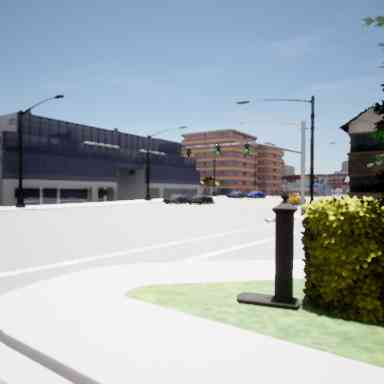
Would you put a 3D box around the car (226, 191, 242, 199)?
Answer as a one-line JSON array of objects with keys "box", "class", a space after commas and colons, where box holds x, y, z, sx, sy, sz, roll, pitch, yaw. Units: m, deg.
[{"box": [8.267, 0.505, 60.841, 2.033, 1.411, 5.357, 1, 2, 35], "class": "car"}]

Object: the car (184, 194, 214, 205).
[{"box": [1.245, 1.013, 44.725, 1.994, 1.385, 4.181, 1, 2, 35], "class": "car"}]

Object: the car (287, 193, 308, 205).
[{"box": [13.930, 0.874, 44.388, 1.882, 1.535, 5.008, 1, 2, 35], "class": "car"}]

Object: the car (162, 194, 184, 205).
[{"box": [-1.840, 0.963, 46.423, 2.033, 1.411, 5.357, 1, 2, 35], "class": "car"}]

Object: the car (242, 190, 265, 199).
[{"box": [11.294, 0.471, 59.077, 1.882, 1.535, 5.008, 1, 1, 35], "class": "car"}]
